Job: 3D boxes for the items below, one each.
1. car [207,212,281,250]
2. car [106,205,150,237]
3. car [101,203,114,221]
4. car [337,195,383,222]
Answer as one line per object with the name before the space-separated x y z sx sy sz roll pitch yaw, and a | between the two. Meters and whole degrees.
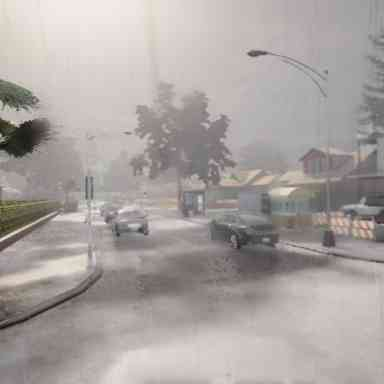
car | 2.174 1.667 15.269 1.837 1.490 4.892 0 -1 -17
car | -3.826 1.778 20.257 2.128 1.511 4.902 0 -1 -18
car | -6.852 1.939 29.858 1.837 1.490 4.892 0 -1 -17
car | 12.258 1.131 23.202 3.866 1.878 1.905 -1 -1 17
